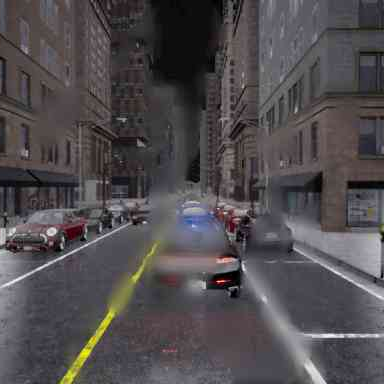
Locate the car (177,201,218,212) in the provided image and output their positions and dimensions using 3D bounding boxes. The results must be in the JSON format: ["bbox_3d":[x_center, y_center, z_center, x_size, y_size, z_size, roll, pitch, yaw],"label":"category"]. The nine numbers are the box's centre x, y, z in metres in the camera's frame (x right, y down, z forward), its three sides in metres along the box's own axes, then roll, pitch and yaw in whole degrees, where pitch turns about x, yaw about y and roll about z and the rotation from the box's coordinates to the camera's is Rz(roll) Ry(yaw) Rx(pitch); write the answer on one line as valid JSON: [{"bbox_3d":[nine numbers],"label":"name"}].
[{"bbox_3d":[0.163,1.476,17.991,1.882,1.535,5.008,0,0,0],"label":"car"}]

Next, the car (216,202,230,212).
[{"bbox_3d":[2.838,1.544,24.562,1.887,1.381,4.507,-1,0,0],"label":"car"}]

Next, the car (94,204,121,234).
[{"bbox_3d":[-5.707,1.565,19.087,1.947,1.339,4.313,-1,0,0],"label":"car"}]

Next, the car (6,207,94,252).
[{"bbox_3d":[-5.728,1.439,13.582,1.967,1.590,4.097,-1,0,0],"label":"car"}]

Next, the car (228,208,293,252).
[{"bbox_3d":[2.799,1.565,13.552,1.947,1.339,4.313,-1,0,0],"label":"car"}]

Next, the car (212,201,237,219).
[{"bbox_3d":[2.857,1.545,30.067,1.887,1.381,4.507,-1,0,0],"label":"car"}]

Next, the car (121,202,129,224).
[{"bbox_3d":[-5.687,1.550,24.592,2.008,1.369,4.403,-1,0,0],"label":"car"}]

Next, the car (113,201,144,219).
[{"bbox_3d":[-5.668,1.545,30.098,1.887,1.381,4.507,-1,0,0],"label":"car"}]

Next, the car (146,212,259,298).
[{"bbox_3d":[0.128,1.490,8.486,2.128,1.511,4.902,0,0,0],"label":"car"}]

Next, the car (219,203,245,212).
[{"bbox_3d":[2.818,1.544,19.056,1.887,1.381,4.507,-1,0,0],"label":"car"}]

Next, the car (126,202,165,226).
[{"bbox_3d":[-2.957,1.547,23.740,2.033,1.411,5.357,0,0,1],"label":"car"}]
